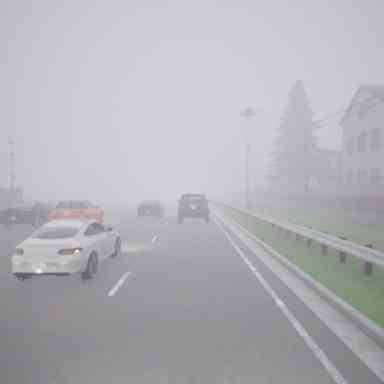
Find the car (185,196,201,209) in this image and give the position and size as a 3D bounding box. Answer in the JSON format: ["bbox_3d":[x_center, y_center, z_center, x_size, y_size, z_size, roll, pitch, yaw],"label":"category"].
[{"bbox_3d":[0.115,1.310,42.712,1.837,1.490,4.892,0,0,0],"label":"car"}]

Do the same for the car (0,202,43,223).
[{"bbox_3d":[-10.391,1.377,21.799,1.882,1.535,5.008,0,0,0],"label":"car"}]

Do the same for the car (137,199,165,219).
[{"bbox_3d":[-3.391,1.349,28.055,1.882,1.535,5.008,0,0,0],"label":"car"}]

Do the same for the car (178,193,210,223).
[{"bbox_3d":[0.119,1.111,24.268,2.150,2.045,5.566,0,0,0],"label":"car"}]

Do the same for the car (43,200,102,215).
[{"bbox_3d":[-6.893,1.259,20.348,2.097,1.767,4.553,0,0,0],"label":"car"}]

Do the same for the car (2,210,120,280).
[{"bbox_3d":[-3.396,1.481,9.684,1.812,1.442,4.674,0,0,0],"label":"car"}]
